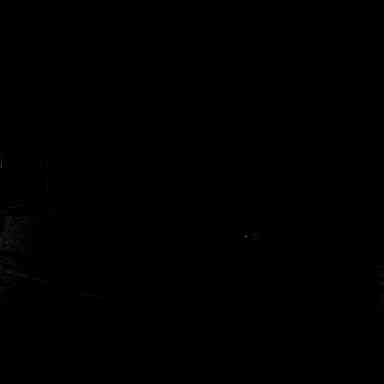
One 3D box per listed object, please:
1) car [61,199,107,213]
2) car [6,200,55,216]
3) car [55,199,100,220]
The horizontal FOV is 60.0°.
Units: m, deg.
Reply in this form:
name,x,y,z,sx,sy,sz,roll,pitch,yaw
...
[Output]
name,x,y,z,sx,sy,sz,roll,pitch,yaw
car,-11.065,1.395,34.353,1.802,1.307,4.206,0,0,35
car,-14.267,1.381,29.859,1.947,1.339,4.313,0,0,35
car,-7.730,1.405,25.204,1.802,1.307,4.206,0,0,35
